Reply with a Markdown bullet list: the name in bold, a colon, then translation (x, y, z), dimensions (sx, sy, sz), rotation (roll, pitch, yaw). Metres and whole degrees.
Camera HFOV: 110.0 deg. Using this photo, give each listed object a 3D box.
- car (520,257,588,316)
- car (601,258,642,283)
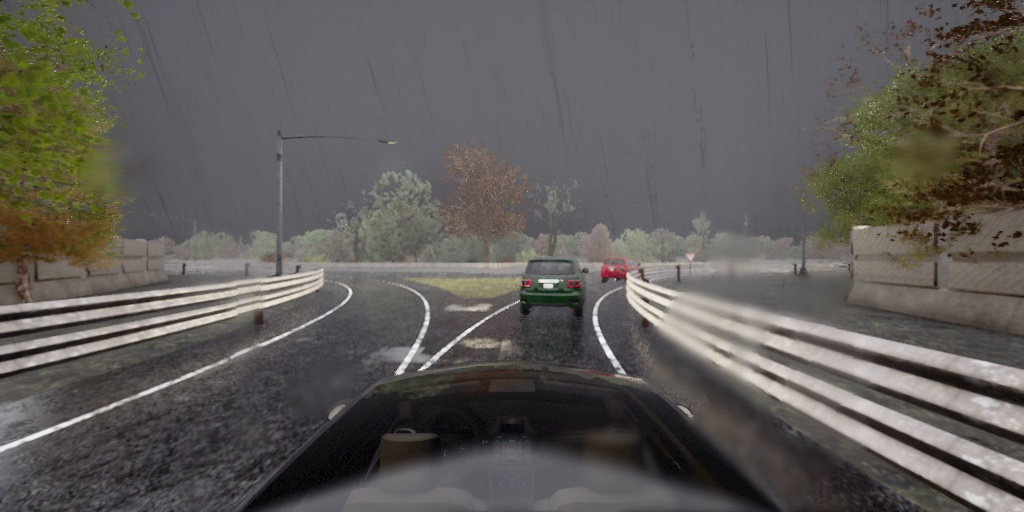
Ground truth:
- **car**: translation (1.766, 1.055, 14.135), dimensions (2.150, 2.045, 5.566), rotation (0, 0, 13)
- **car**: translation (9.177, 1.155, 29.646), dimensions (2.150, 2.045, 5.566), rotation (0, -1, 35)
